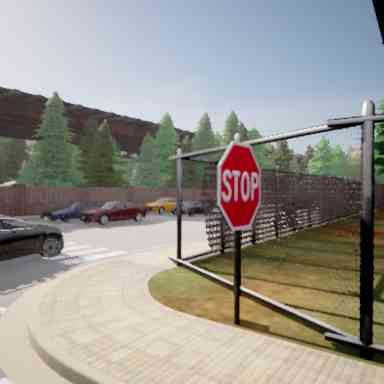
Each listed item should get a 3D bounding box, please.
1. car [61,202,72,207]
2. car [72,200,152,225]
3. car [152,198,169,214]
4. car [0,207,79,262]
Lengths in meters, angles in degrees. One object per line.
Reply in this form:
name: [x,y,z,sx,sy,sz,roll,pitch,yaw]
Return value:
car: [-8.319,1.370,24.646,2.033,1.411,5.357,1,0,36]
car: [-5.317,1.330,22.823,1.882,1.535,5.008,1,0,36]
car: [-2.572,1.300,32.570,1.882,1.535,5.008,1,0,36]
car: [-5.887,1.405,9.757,2.128,1.511,4.902,0,0,20]
